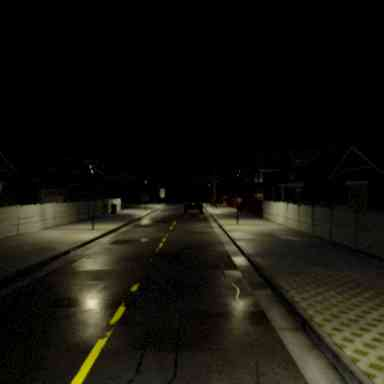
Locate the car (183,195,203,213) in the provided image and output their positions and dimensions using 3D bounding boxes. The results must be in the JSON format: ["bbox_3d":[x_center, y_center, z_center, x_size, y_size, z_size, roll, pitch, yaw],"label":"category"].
[{"bbox_3d":[0.141,1.390,39.224,2.150,2.045,5.566,0,0,-1],"label":"car"}]

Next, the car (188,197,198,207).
[{"bbox_3d":[0.159,1.734,58.831,1.837,1.490,4.892,0,0,0],"label":"car"}]
